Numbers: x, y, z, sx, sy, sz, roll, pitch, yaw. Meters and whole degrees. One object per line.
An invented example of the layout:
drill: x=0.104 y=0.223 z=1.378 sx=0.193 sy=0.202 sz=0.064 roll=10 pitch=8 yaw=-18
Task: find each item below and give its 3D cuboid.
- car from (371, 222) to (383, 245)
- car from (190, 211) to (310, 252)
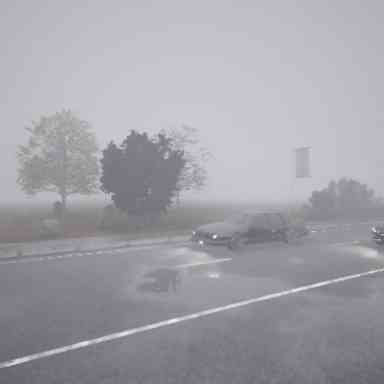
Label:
car: x=9.661 y=1.482 z=14.070 sx=4.892 sy=1.490 sz=1.837 roll=0 pitch=0 yaw=-29
car: x=2.603 y=1.519 z=13.980 sx=5.357 sy=1.411 sz=2.033 roll=0 pitch=0 yaw=-32
